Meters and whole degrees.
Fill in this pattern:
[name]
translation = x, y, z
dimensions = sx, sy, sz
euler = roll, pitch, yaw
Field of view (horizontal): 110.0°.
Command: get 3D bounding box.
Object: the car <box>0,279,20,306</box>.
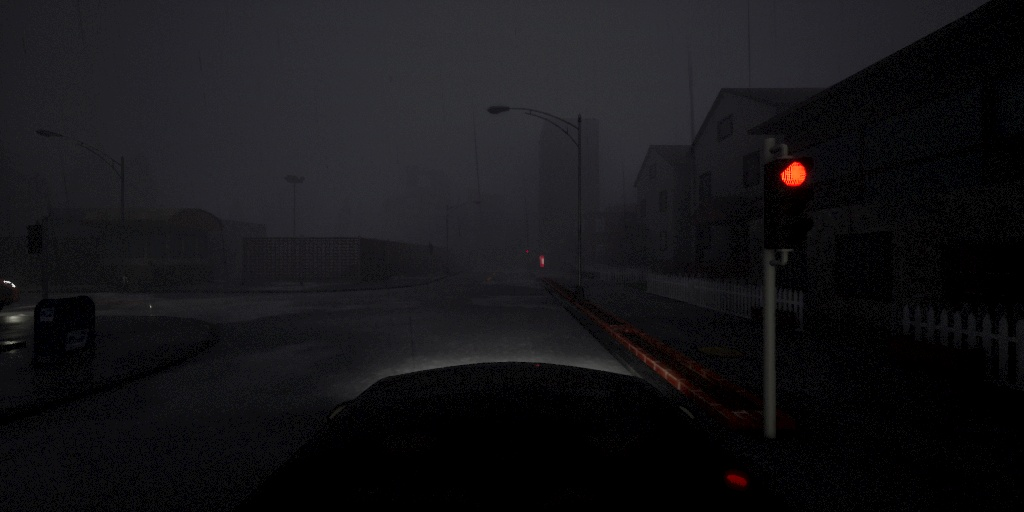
[car]
translation = -21.594, 1.102, 13.299
dimensions = 4.553, 1.767, 2.097
euler = 0, 0, 0

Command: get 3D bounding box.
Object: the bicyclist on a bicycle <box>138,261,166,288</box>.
[bicyclist on a bicycle]
translation = -21.746, 1.099, 21.692
dimensions = 0.582, 1.620, 1.656
euler = 0, 0, 0
